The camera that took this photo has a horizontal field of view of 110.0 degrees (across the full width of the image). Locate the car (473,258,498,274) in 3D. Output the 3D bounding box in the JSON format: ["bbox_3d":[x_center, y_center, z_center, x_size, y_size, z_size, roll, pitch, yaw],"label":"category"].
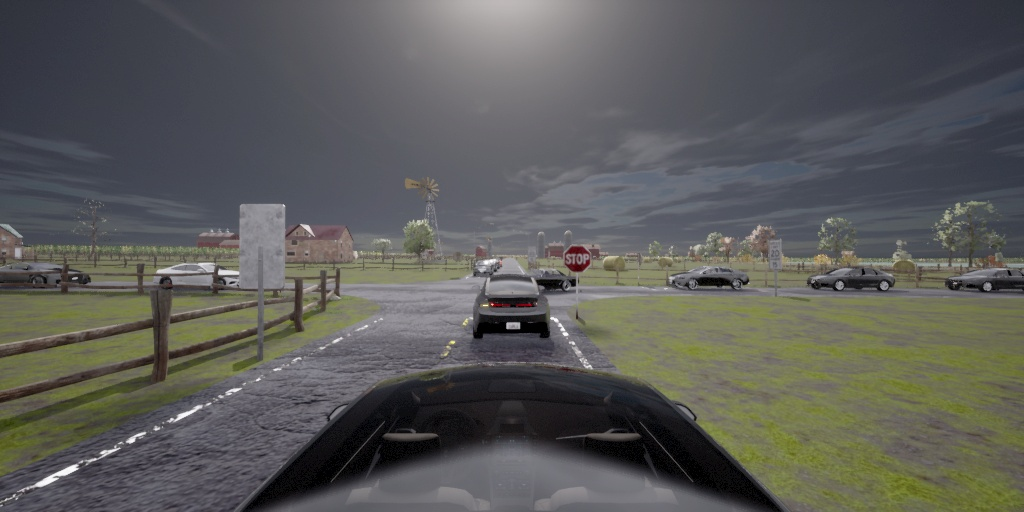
[{"bbox_3d":[-2.875,1.243,36.825,2.128,1.511,4.902,0,0,0],"label":"car"}]

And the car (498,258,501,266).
[{"bbox_3d":[-2.872,1.241,46.270,2.128,1.511,4.902,0,0,0],"label":"car"}]

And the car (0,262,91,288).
[{"bbox_3d":[-26.372,1.048,19.962,4.181,1.385,1.994,1,-1,-1],"label":"car"}]

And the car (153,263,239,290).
[{"bbox_3d":[-17.252,1.104,20.088,4.674,1.442,1.812,1,-1,-1],"label":"car"}]

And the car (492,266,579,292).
[{"bbox_3d":[1.491,1.369,20.186,4.718,1.301,1.895,1,0,-35],"label":"car"}]

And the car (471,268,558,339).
[{"bbox_3d":[-0.078,1.256,10.139,1.837,1.490,4.892,0,0,-2],"label":"car"}]

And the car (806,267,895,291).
[{"bbox_3d":[22.190,1.499,23.595,4.892,1.490,1.837,1,-1,-1],"label":"car"}]

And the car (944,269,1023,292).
[{"bbox_3d":[31.692,1.587,23.720,4.892,1.490,1.837,1,-1,-1],"label":"car"}]

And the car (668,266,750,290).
[{"bbox_3d":[12.788,1.396,23.419,4.902,1.511,2.128,1,-1,-2],"label":"car"}]
